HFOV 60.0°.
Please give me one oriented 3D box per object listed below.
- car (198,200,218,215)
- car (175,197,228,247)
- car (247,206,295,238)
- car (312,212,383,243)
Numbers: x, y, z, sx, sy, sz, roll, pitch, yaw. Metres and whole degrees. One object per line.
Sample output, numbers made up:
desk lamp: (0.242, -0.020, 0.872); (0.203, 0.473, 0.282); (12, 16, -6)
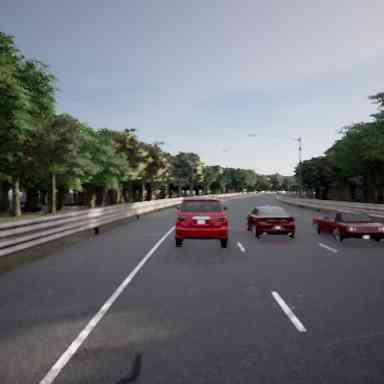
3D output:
car: (1.827, 1.589, 35.863); (1.994, 1.385, 4.181); (0, 0, 5)
car: (0.461, 1.231, 15.321); (2.150, 2.045, 5.566); (0, 0, 2)
car: (4.080, 1.492, 17.814); (1.882, 1.535, 5.008); (0, 0, 3)
car: (7.510, 1.617, 16.348); (1.895, 1.301, 4.718); (0, 0, 2)
